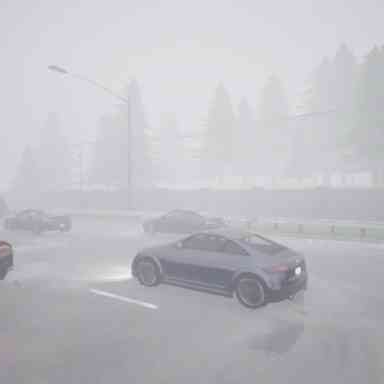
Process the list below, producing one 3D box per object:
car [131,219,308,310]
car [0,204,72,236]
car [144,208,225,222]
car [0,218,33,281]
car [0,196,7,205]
[{"bbox_3d":[0.520,1.578,7.922,4.181,1.385,1.994,0,0,36],"label":"car"},{"bbox_3d":[-8.688,1.588,18.797,4.674,1.442,1.812,0,0,36],"label":"car"},{"bbox_3d":[-0.454,1.560,17.220,4.674,1.442,1.812,0,0,36],"label":"car"},{"bbox_3d":[-6.567,1.528,8.680,4.902,1.511,2.128,0,0,36],"label":"car"},{"bbox_3d":[-19.102,1.338,30.531,5.566,2.045,2.150,0,0,36],"label":"car"}]
